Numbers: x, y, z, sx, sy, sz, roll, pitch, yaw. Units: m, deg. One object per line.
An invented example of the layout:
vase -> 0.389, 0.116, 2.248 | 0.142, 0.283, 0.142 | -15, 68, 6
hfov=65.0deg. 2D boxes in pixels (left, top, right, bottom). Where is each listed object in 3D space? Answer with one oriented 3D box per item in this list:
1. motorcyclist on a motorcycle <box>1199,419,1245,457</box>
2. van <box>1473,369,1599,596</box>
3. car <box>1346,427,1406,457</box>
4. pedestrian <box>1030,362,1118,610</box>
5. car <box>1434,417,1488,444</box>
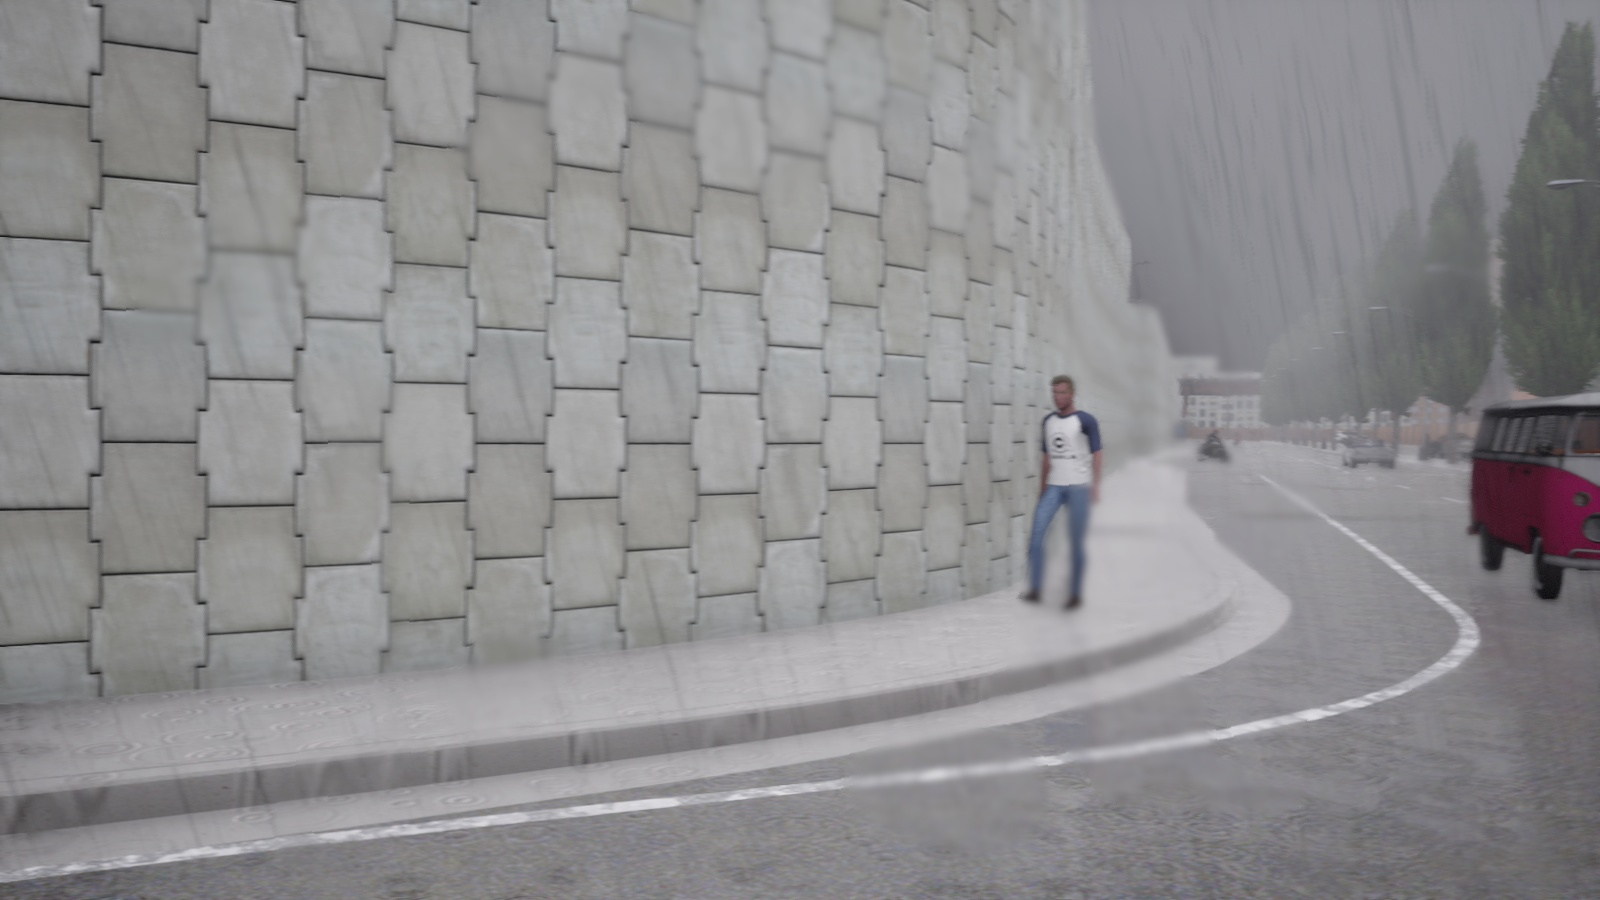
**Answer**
motorcyclist on a motorcycle -> 19.219, -0.561, 57.233 | 0.866, 1.590, 1.817 | -3, 5, -34
van -> 8.317, 0.239, 12.884 | 1.775, 1.987, 4.442 | 0, 1, 19
car -> 26.059, -0.388, 56.934 | 1.895, 1.301, 4.718 | 0, 1, 18
pedestrian -> 2.115, 0.262, 9.661 | 0.354, 1.836, 0.706 | 0, 1, 41
car -> 41.306, -1.224, 78.583 | 2.152, 1.651, 5.027 | 0, 1, 18
